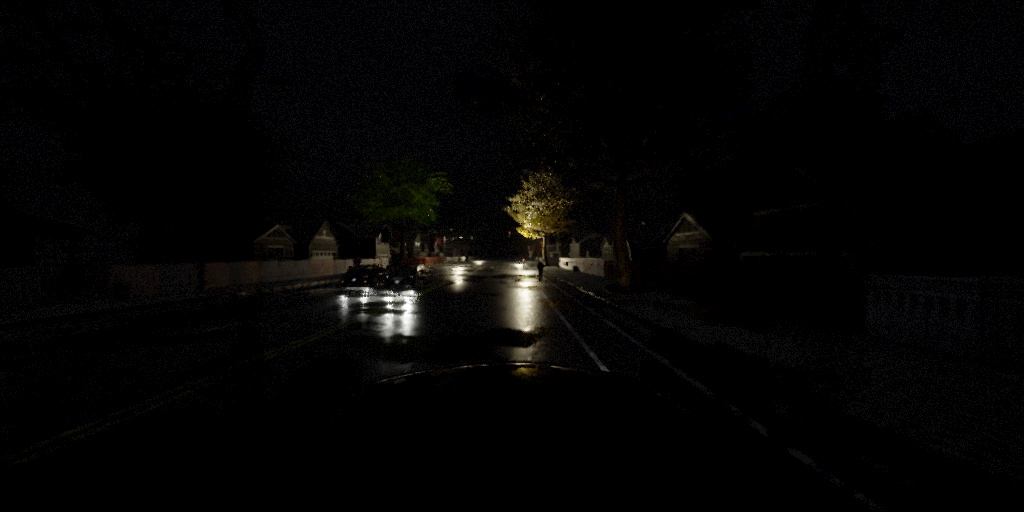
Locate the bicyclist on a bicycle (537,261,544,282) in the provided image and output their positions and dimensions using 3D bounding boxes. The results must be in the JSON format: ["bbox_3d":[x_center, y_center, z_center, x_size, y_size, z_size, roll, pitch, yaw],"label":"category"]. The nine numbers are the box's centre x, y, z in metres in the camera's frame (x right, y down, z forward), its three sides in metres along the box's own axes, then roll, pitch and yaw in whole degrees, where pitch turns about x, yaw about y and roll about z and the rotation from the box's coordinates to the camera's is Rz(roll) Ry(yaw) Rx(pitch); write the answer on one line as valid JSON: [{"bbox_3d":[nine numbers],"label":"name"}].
[{"bbox_3d":[2.205,1.180,27.634,0.582,1.620,1.656,0,0,0],"label":"bicyclist on a bicycle"}]

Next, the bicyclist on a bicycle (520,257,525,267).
[{"bbox_3d":[1.999,1.127,61.505,0.866,1.612,1.509,0,0,2],"label":"bicyclist on a bicycle"}]

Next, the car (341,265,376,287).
[{"bbox_3d":[-9.859,1.294,24.340,1.994,1.385,4.181,0,0,0],"label":"car"}]

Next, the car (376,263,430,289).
[{"bbox_3d":[-6.609,1.223,23.084,2.128,1.511,4.902,0,0,0],"label":"car"}]
